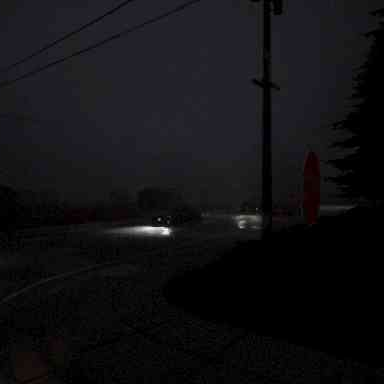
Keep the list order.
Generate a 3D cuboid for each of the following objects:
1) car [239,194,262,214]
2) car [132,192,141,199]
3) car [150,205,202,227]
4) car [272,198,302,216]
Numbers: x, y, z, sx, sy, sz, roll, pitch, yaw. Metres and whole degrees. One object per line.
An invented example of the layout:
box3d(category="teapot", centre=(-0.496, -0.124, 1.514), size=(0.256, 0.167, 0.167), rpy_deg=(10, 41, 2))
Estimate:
box3d(category="car", centre=(7.040, 1.249, 35.703), size=(2.150, 2.045, 5.566), rpy_deg=(0, 0, 33))
box3d(category="car", centre=(-14.615, 1.115, 87.049), size=(3.866, 1.878, 1.905), rpy_deg=(-2, 6, -11))
box3d(category="car", centre=(-1.050, 1.589, 23.134), size=(1.994, 1.385, 4.181), rpy_deg=(0, 0, 33))
box3d(category="car", centre=(9.198, 1.506, 32.236), size=(1.882, 1.535, 5.008), rpy_deg=(0, 0, 33))
